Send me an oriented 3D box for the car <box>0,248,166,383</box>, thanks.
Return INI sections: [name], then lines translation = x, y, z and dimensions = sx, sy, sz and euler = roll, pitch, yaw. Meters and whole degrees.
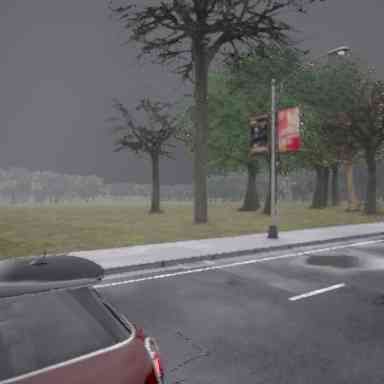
[car]
translation = -2.399, 1.347, 1.975
dimensions = 4.553, 1.767, 2.097
euler = 0, 0, -35
